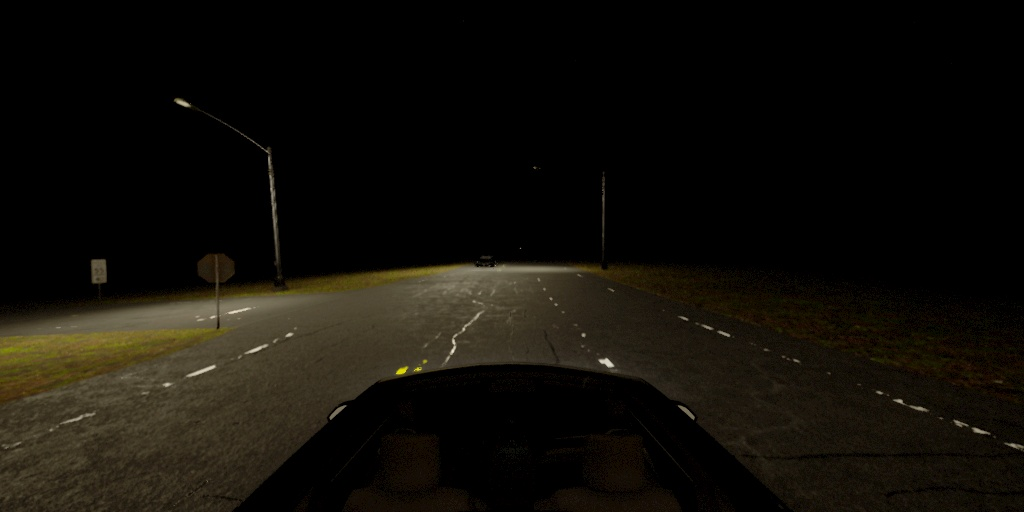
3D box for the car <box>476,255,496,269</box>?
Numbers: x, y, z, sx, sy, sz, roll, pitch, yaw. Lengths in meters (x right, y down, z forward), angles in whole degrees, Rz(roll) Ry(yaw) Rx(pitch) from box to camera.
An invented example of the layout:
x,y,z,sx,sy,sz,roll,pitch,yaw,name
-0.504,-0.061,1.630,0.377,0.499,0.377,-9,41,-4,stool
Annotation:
x,y,z,sx,sy,sz,roll,pitch,yaw,name
-2.909,0.582,40.566,1.882,1.535,5.008,0,1,2,car
